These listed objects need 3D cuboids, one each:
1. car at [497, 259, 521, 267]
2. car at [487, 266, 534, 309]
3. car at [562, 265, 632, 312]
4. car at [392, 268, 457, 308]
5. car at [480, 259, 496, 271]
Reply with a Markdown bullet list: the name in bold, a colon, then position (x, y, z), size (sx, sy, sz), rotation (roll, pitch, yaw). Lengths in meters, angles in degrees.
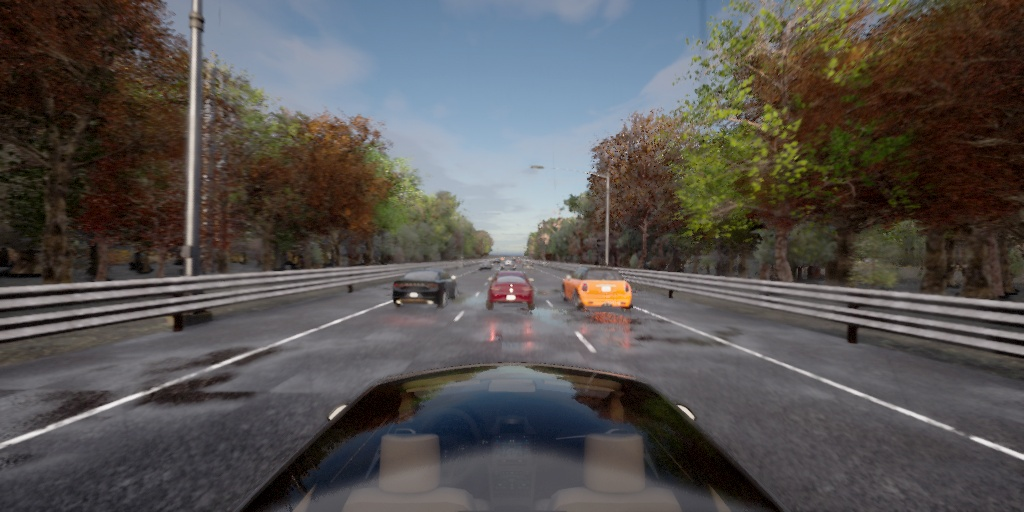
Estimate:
- **car**: position (-0.388, 1.496, 44.461), size (2.128, 1.511, 4.902), rotation (1, 0, -1)
- **car**: position (-0.055, 1.361, 15.391), size (1.812, 1.442, 4.674), rotation (1, 0, -1)
- **car**: position (3.449, 1.242, 15.336), size (2.097, 1.767, 4.553), rotation (1, 0, -1)
- **car**: position (-3.554, 1.258, 15.372), size (1.882, 1.535, 5.008), rotation (1, 0, -1)
- **car**: position (-4.023, 1.559, 56.411), size (2.033, 1.411, 5.357), rotation (1, 0, -1)
